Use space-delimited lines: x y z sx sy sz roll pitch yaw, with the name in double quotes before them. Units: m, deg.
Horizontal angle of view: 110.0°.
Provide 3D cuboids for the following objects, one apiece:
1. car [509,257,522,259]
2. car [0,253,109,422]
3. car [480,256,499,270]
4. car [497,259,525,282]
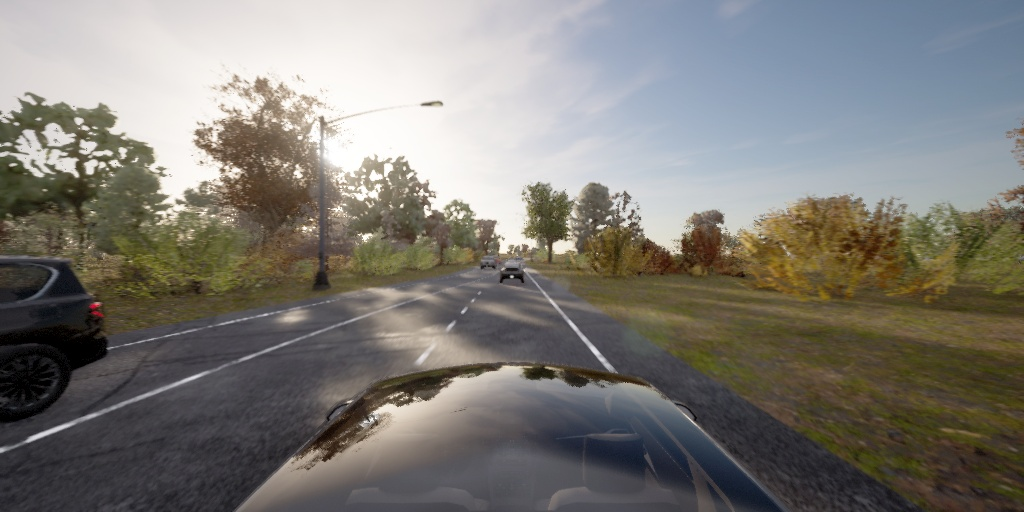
"car" -0.009 1.251 46.886 1.837 1.490 4.892 0 0 0
"car" -6.992 0.973 2.868 2.150 2.045 5.566 0 0 0
"car" -3.512 0.978 53.087 2.150 2.045 5.566 0 0 0
"car" -0.006 1.260 28.494 1.837 1.490 4.892 0 0 0
